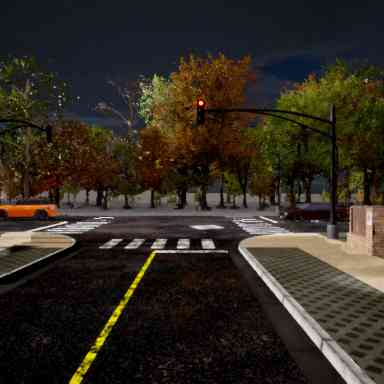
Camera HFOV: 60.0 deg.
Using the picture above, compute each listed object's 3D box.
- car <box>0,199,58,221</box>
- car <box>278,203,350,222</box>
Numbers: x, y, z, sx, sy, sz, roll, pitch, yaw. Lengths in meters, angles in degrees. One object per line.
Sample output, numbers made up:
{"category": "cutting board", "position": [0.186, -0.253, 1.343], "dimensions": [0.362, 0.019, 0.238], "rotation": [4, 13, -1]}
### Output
{"category": "car", "position": [-13.107, 1.310, 26.271], "dimensions": [4.553, 1.767, 2.097], "rotation": [0, 0, 0]}
{"category": "car", "position": [9.683, 1.590, 26.280], "dimensions": [5.357, 1.411, 2.033], "rotation": [0, 0, -2]}
